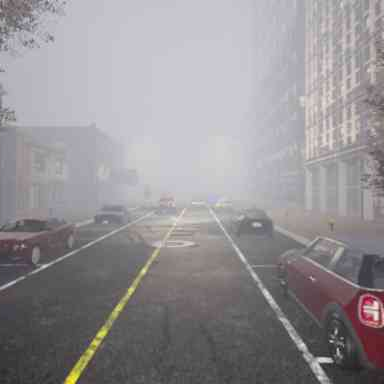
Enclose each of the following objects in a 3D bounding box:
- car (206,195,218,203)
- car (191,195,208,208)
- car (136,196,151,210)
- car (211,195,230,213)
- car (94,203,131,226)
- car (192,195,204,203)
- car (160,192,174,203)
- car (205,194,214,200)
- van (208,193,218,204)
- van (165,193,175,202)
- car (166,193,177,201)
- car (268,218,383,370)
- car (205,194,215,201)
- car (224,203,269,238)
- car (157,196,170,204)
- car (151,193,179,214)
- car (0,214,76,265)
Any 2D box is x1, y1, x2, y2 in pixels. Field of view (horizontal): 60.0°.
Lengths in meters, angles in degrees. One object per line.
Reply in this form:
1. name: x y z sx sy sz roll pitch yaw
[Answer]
1. car: 3.692 1.290 62.070 1.947 1.339 4.313 1 0 1
2. car: 0.821 1.406 43.558 1.895 1.301 4.718 0 0 1
3. car: -5.024 1.373 39.689 2.008 1.369 4.403 1 0 1
4. car: 3.231 1.373 34.024 1.752 1.417 4.829 1 0 1
5. car: -5.303 1.464 22.760 1.947 1.339 4.313 1 0 1
6. car: 1.112 1.291 61.408 1.994 1.385 4.181 0 0 1
7. car: -4.649 1.039 62.261 2.192 1.841 5.009 1 0 1
8. car: 4.144 1.176 79.167 1.752 1.417 4.829 1 0 1
9. van: 3.603 1.090 56.426 1.690 1.788 3.998 1 0 1
10. van: -4.557 1.040 67.905 1.690 1.788 3.998 1 0 1
11. car: -4.465 1.115 73.549 1.967 1.590 4.097 1 0 1
12. car: 2.766 1.414 5.637 1.967 1.590 4.097 1 0 1
13. car: 3.878 1.242 73.358 1.947 1.339 4.313 1 0 1
14. car: 2.950 1.490 16.925 1.947 1.339 4.313 1 0 1
15. car: -4.746 1.330 56.620 1.802 1.307 4.206 1 0 1
16. car: -2.455 1.211 32.975 2.097 1.767 4.553 0 0 1
17. car: -5.488 1.493 11.473 1.887 1.381 4.507 1 0 1
